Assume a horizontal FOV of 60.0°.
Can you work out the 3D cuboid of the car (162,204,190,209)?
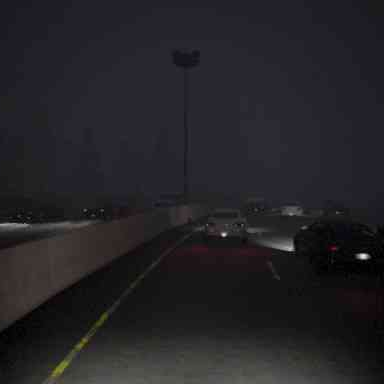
[{"bbox_3d":[-1.890,1.064,31.015,2.150,2.045,5.566,0,0,19],"label":"car"}]

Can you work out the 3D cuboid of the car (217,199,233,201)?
[{"bbox_3d":[6.109,1.204,62.298,1.882,1.535,5.008,0,0,35],"label":"car"}]

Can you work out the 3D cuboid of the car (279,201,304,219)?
[{"bbox_3d":[8.116,1.428,27.127,1.812,1.442,4.674,0,0,18],"label":"car"}]

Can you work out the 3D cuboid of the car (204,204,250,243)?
[{"bbox_3d":[1.659,1.457,15.621,1.812,1.442,4.674,0,0,9],"label":"car"}]

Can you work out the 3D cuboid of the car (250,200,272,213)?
[{"bbox_3d":[7.106,1.463,34.722,1.895,1.301,4.718,0,0,22],"label":"car"}]

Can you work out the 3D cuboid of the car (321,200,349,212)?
[{"bbox_3d":[12.209,1.405,28.359,2.128,1.511,4.902,0,0,19],"label":"car"}]

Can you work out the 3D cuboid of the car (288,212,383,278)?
[{"bbox_3d":[4.395,1.533,10.088,1.994,1.385,4.181,0,0,6],"label":"car"}]
